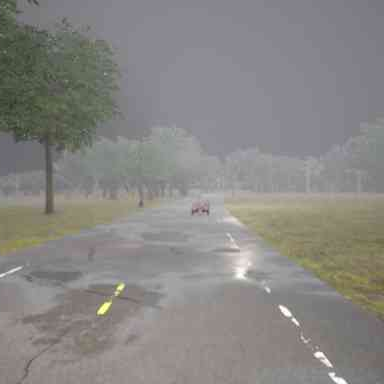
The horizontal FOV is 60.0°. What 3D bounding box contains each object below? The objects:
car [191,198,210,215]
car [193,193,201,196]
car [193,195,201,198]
[{"bbox_3d":[0.906,1.651,35.169,1.895,1.301,4.718,0,0,2],"label":"car"},{"bbox_3d":[1.440,1.018,89.868,1.837,1.490,4.892,0,1,6],"label":"car"},{"bbox_3d":[1.544,1.551,47.611,1.994,1.385,4.181,0,0,3],"label":"car"}]
